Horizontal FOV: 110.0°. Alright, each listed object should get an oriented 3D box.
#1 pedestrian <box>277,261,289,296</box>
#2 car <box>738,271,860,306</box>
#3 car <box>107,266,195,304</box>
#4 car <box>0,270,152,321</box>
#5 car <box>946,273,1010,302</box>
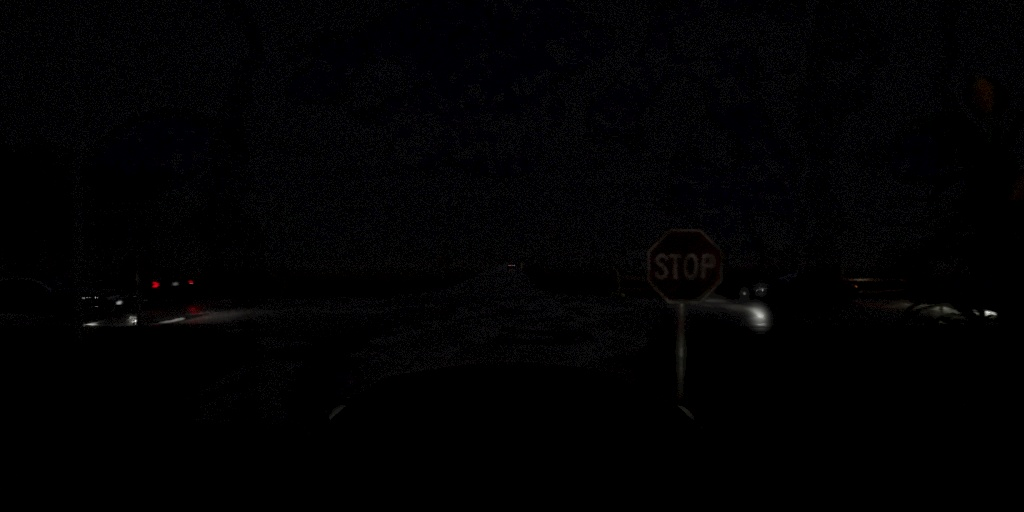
[{"bbox_3d":[-12.188,1.189,19.027,0.375,1.860,0.375,0,1,0],"label":"pedestrian"},{"bbox_3d":[12.827,1.420,16.149,4.674,1.442,1.812,0,1,1],"label":"car"},{"bbox_3d":[-16.912,1.254,15.837,4.553,1.767,2.097,0,1,2],"label":"car"},{"bbox_3d":[-16.743,1.438,13.035,4.902,1.511,2.128,0,1,0],"label":"car"},{"bbox_3d":[22.728,1.400,16.150,5.008,1.535,1.882,0,1,0],"label":"car"}]
